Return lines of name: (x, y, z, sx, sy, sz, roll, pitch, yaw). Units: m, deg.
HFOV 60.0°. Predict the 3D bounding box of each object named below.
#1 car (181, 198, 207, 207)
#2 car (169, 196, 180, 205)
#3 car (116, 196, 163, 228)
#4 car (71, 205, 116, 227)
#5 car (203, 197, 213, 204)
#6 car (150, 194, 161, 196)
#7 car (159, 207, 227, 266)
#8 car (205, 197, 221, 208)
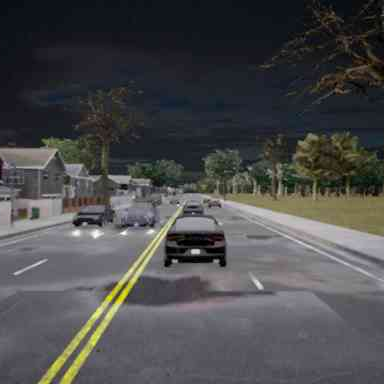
car: (0.104, 1.559, 30.097, 1.837, 1.490, 4.892, 0, 0, 0)
car: (-3.272, 1.605, 62.923, 1.837, 1.490, 4.892, 0, 0, 1)
car: (-3.346, 1.393, 22.303, 2.097, 1.767, 4.553, 0, 0, 0)
car: (-6.599, 1.590, 23.142, 2.033, 1.411, 5.357, 0, 0, 0)
car: (3.267, 1.709, 67.703, 1.895, 1.301, 4.718, 0, 0, 0)
car: (-6.529, 1.323, 59.433, 2.150, 2.045, 5.566, 0, 0, 1)
car: (0.102, 1.500, 11.664, 1.882, 1.535, 5.008, 0, 0, 0)
car: (3.348, 1.609, 50.353, 1.812, 1.442, 4.674, 0, 0, 0)
